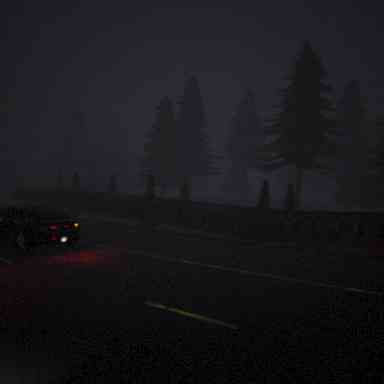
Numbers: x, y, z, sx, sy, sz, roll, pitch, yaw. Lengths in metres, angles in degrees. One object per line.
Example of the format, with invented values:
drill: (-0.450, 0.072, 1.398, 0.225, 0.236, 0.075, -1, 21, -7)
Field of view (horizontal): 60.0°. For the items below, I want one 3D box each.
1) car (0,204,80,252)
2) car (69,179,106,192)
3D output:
car: (-6.274, 1.206, 12.613, 4.892, 1.490, 1.837, 4, 2, 35)
car: (-15.449, -0.968, 49.476, 2.150, 2.045, 5.566, 5, 2, 37)
